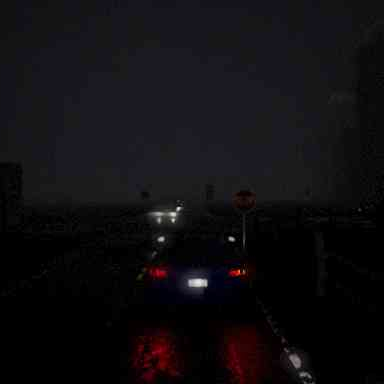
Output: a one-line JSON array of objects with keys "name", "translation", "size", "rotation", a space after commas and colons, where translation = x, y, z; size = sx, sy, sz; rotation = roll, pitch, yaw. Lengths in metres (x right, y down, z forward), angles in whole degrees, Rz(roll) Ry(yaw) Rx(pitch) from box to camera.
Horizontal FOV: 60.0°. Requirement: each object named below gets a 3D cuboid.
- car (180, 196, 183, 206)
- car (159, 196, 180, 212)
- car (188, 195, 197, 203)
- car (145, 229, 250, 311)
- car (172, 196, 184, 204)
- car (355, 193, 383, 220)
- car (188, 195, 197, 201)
[{"name": "car", "translation": [-2.780, 1.318, 50.032], "size": [2.097, 1.767, 4.553], "rotation": [0, 0, 0]}, {"name": "car", "translation": [-2.803, 1.447, 39.148], "size": [1.882, 1.535, 5.008], "rotation": [0, 0, 0]}, {"name": "car", "translation": [0.070, 1.518, 68.960], "size": [2.033, 1.411, 5.357], "rotation": [0, 0, 0]}, {"name": "car", "translation": [0.106, 1.554, 7.806], "size": [1.994, 1.385, 4.181], "rotation": [0, 0, 0]}, {"name": "car", "translation": [-2.699, 1.516, 64.905], "size": [2.033, 1.411, 5.357], "rotation": [0, 0, 1]}, {"name": "car", "translation": [15.154, 0.936, 24.578], "size": [5.566, 2.045, 2.150], "rotation": [-1, 1, 0]}, {"name": "car", "translation": [0.081, 1.412, 79.386], "size": [1.994, 1.385, 4.181], "rotation": [0, 0, 0]}]
